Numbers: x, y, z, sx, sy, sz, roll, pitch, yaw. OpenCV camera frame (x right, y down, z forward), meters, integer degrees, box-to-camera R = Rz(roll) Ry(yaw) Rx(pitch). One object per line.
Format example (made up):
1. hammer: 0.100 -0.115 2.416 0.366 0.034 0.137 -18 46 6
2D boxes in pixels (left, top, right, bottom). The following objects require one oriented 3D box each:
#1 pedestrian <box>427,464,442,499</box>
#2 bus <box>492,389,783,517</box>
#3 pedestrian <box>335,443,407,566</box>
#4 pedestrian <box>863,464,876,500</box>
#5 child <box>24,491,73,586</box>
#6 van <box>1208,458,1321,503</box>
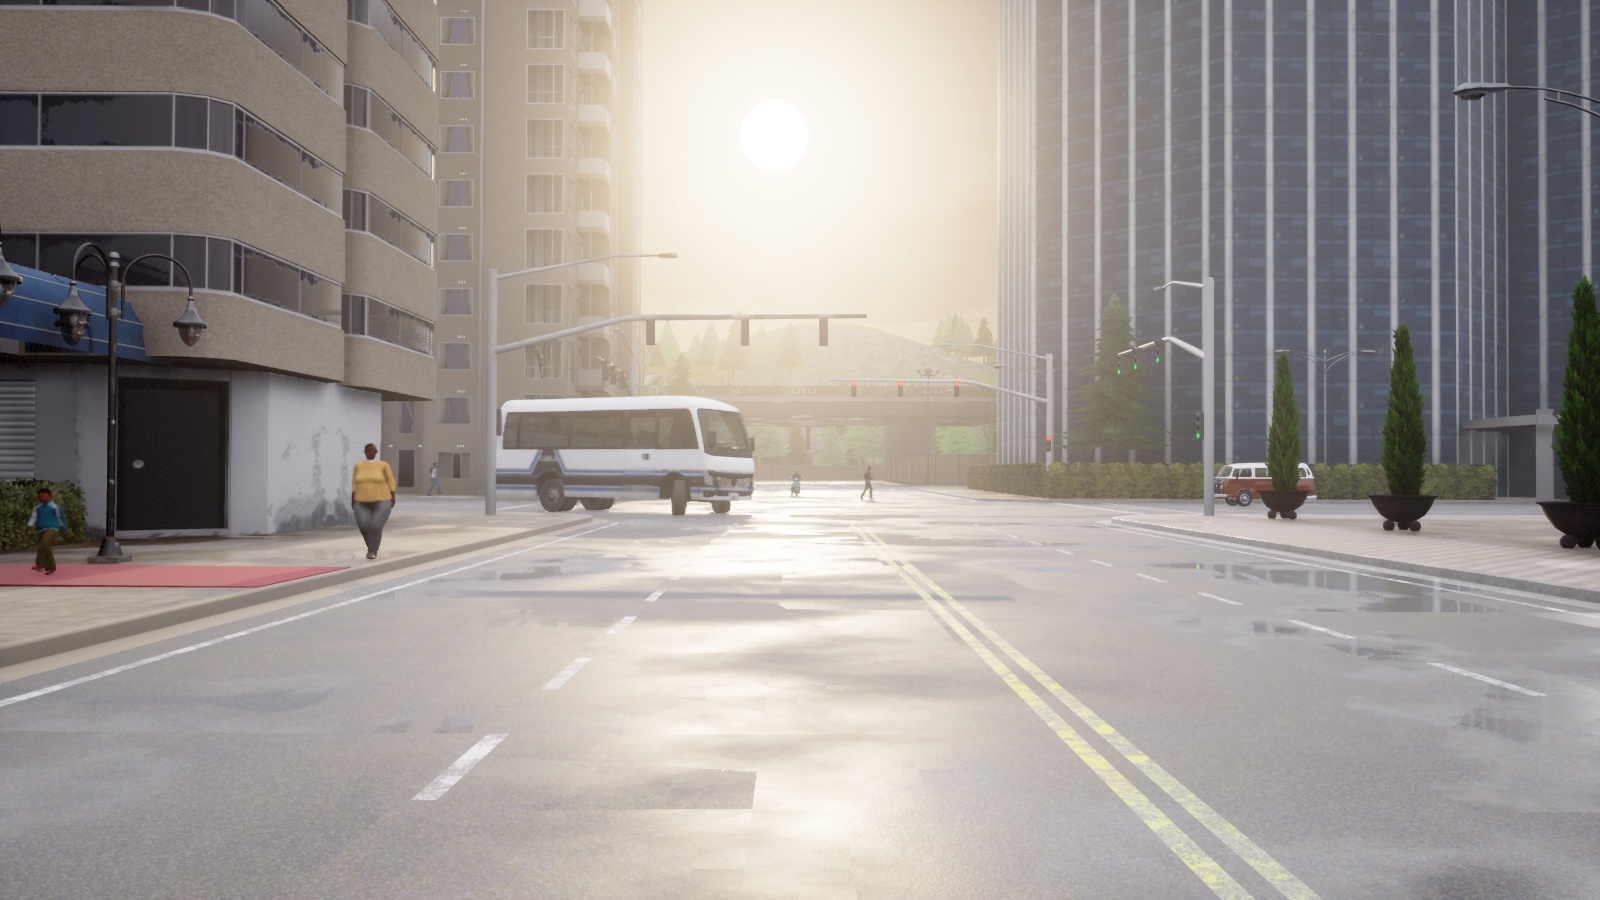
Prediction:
1. pedestrian: -19.560 1.677 67.192 0.706 1.836 0.354 0 -1 -1
2. bus: -6.059 0.233 46.015 10.273 4.253 3.944 -1 -2 31
3. pedestrian: -6.638 0.826 19.470 0.874 1.855 0.900 0 -1 -6
4. pedestrian: 3.700 1.692 67.100 0.666 1.930 0.402 0 -1 3
5. child: -9.634 1.126 16.111 0.343 1.192 0.448 0 -1 2
6. van: 21.638 1.433 58.627 4.480 2.038 2.069 0 -1 -1
